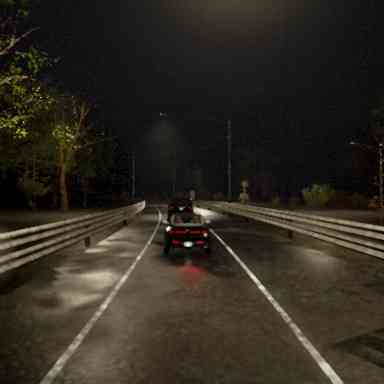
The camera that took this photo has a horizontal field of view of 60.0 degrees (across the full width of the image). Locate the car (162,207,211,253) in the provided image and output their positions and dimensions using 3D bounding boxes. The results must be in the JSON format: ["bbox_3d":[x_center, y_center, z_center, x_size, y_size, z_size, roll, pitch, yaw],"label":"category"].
[{"bbox_3d":[-0.230,1.640,14.421,1.837,1.490,4.892,0,0,-2],"label":"car"}]

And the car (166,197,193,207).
[{"bbox_3d":[-1.065,1.476,29.159,2.150,2.045,5.566,0,0,-4],"label":"car"}]
